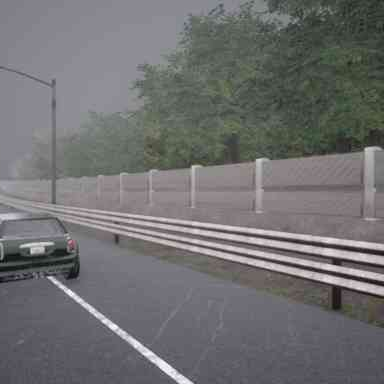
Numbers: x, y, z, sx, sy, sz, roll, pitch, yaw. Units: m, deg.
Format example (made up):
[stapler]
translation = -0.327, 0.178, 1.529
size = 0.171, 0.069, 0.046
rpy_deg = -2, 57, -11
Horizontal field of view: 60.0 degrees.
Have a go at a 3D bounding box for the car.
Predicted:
[car]
translation = -4.807, 1.353, 9.308
size = 2.097, 1.767, 4.553
rpy_deg = 0, 0, -37
